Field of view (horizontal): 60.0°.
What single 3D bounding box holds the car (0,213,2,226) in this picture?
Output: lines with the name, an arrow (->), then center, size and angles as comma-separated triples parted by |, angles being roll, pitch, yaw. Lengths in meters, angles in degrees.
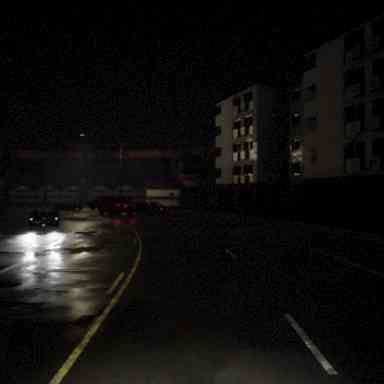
car -> -13.464, 1.651, 21.237 | 2.033, 1.411, 5.357 | 0, 0, -22

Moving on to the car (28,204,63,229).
car -> -10.108, 1.777, 22.891 | 1.895, 1.301, 4.718 | 0, 0, -22

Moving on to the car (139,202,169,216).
car -> -4.304, 1.713, 34.638 | 2.033, 1.411, 5.357 | 0, 0, -32

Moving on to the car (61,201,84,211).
car -> -16.043, 1.810, 43.287 | 4.718, 1.301, 1.895 | 0, 0, 42

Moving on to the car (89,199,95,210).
car -> -11.474, 1.435, 43.835 | 5.566, 2.045, 2.150 | 0, 0, 45

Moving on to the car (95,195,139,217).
car -> -7.637, 1.383, 33.384 | 2.150, 2.045, 5.566 | 0, 0, -32
